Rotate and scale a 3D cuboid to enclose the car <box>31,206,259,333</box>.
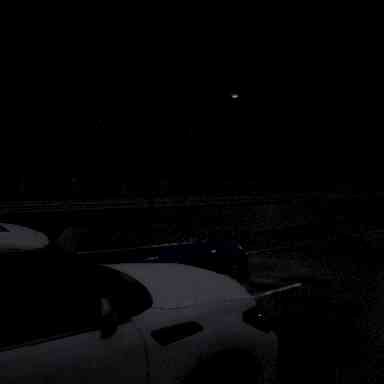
[{"bbox_3d":[-0.884,1.311,7.398,4.553,1.767,2.097,-1,1,-35],"label":"car"}]

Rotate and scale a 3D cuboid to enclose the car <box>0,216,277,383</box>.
[{"bbox_3d":[-1.829,1.229,2.466,5.566,2.045,2.150,-1,0,-35],"label":"car"}]

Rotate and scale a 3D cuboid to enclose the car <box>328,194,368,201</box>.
[{"bbox_3d":[15.482,1.130,31.693,4.718,1.301,1.895,-1,1,-34],"label":"car"}]

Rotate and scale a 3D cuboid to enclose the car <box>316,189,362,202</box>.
[{"bbox_3d":[16.659,0.677,36.685,5.566,2.045,2.150,-1,1,-34],"label":"car"}]

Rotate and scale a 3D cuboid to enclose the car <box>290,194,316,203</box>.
[{"bbox_3d":[13.534,0.972,38.801,4.902,1.511,2.128,-1,1,-34],"label":"car"}]
